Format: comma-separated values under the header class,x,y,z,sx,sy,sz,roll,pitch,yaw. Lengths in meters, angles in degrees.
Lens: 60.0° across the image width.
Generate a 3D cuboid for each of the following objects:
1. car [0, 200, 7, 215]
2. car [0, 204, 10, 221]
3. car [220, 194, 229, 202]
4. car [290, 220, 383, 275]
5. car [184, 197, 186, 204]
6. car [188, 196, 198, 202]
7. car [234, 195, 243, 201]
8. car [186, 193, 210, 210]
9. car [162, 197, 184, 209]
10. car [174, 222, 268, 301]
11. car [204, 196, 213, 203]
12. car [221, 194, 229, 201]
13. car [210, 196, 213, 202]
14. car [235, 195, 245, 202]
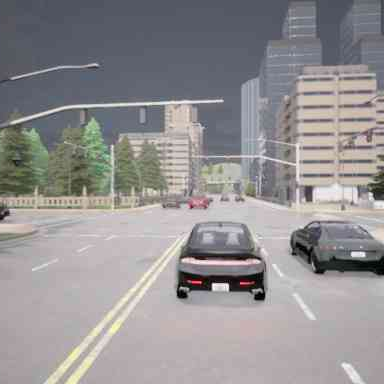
class,x,y,z,sx,sy,sz,roll,pitch,yaw
car,-20.786,1.521,32.428,4.674,1.442,1.812,0,0,5
car,-16.614,1.218,24.803,5.566,2.045,2.150,0,0,7
car,7.628,1.538,77.463,1.994,1.385,4.181,0,0,5
car,4.406,1.562,10.460,1.994,1.385,4.181,0,0,5
car,-1.233,1.555,59.230,1.994,1.385,4.181,0,0,6
car,0.229,1.542,73.654,1.994,1.385,4.181,0,0,5
car,11.914,1.525,85.459,2.033,1.411,5.357,0,0,5
car,0.841,1.216,43.539,2.150,2.045,5.566,0,0,4
car,-2.698,1.557,44.199,1.994,1.385,4.181,0,0,6
car,0.713,1.490,8.354,2.128,1.511,4.902,0,0,5
car,3.681,1.584,72.986,1.895,1.301,4.718,0,0,5
car,8.427,1.340,85.765,2.097,1.767,4.553,0,0,5
car,2.170,1.592,58.104,1.895,1.301,4.718,0,0,6
car,11.019,1.580,76.154,1.895,1.301,4.718,0,0,5
